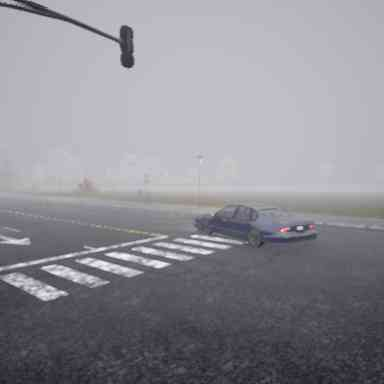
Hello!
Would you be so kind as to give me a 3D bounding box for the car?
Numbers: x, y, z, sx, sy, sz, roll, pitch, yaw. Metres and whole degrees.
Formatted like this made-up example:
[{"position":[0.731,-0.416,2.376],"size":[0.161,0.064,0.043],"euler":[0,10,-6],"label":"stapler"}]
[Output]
[{"position":[2.158,1.144,12.975],"size":[2.033,1.411,5.357],"euler":[-2,3,-33],"label":"car"}]
